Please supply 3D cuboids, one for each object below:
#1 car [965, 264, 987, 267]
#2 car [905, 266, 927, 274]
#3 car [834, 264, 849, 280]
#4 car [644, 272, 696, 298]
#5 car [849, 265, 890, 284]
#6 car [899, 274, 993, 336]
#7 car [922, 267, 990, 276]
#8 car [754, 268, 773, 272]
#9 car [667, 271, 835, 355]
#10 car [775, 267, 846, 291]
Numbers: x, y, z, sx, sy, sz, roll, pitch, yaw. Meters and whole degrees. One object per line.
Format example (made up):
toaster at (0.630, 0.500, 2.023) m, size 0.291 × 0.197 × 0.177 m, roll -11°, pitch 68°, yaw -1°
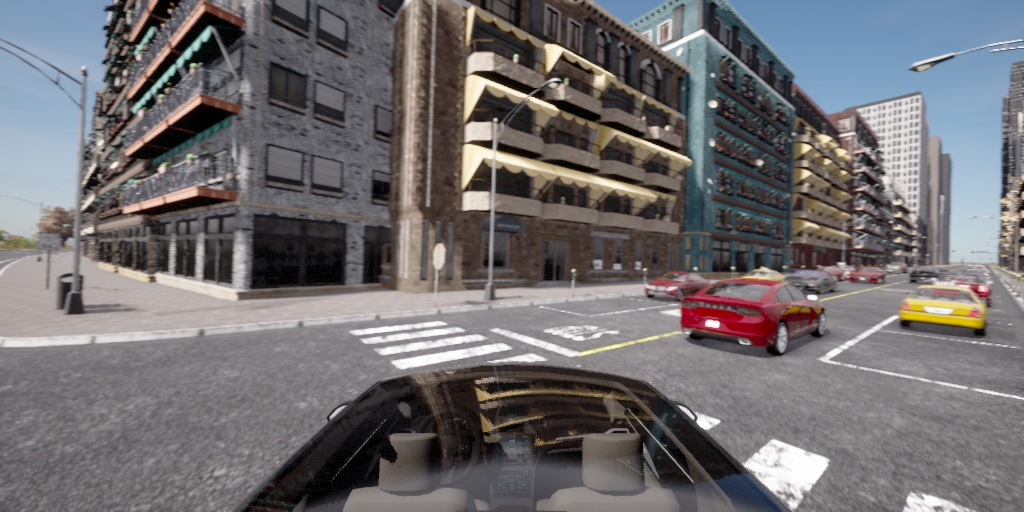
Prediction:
car at (48.746, 1.921, 37.859) m, size 4.097 × 1.591 × 1.967 m, roll 0°, pitch 0°, yaw -37°
car at (38.720, 1.825, 33.527) m, size 4.892 × 1.490 × 1.837 m, roll 2°, pitch -1°, yaw -37°
car at (30.392, 1.721, 34.495) m, size 4.507 × 1.381 × 1.888 m, roll 0°, pitch 0°, yaw -37°
car at (8.291, 1.428, 17.794) m, size 4.207 × 1.307 × 1.802 m, roll 0°, pitch 0°, yaw -37°
car at (32.499, 1.734, 32.704) m, size 5.008 × 1.535 × 1.882 m, roll 1°, pitch 0°, yaw -37°
car at (13.519, 1.485, 11.242) m, size 4.829 × 1.417 × 1.751 m, roll 0°, pitch 0°, yaw -37°
car at (22.225, 1.533, 17.819) m, size 4.097 × 1.591 × 1.967 m, roll 0°, pitch 0°, yaw -37°
car at (16.996, 1.505, 24.373) m, size 4.829 × 1.417 × 1.751 m, roll 0°, pitch 0°, yaw -37°
car at (6.221, 1.316, 9.086) m, size 5.008 × 1.535 × 1.882 m, roll 1°, pitch 0°, yaw -37°
car at (18.556, 1.559, 22.291) m, size 5.357 × 1.411 × 2.033 m, roll 1°, pitch 0°, yaw -37°
